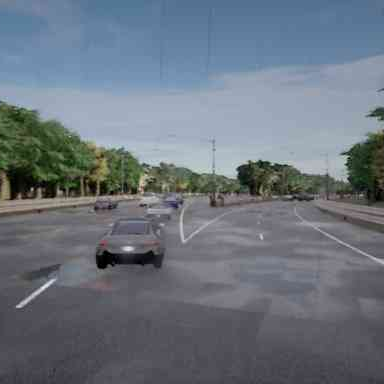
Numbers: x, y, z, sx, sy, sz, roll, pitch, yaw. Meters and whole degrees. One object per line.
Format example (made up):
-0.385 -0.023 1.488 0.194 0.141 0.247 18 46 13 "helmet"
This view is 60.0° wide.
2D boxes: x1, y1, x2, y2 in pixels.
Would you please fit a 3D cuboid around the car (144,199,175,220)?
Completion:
-2.632 1.565 27.928 1.895 1.301 4.718 0 0 -1 "car"

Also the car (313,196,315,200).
31.114 1.488 87.664 1.882 1.535 5.008 0 0 27 "car"

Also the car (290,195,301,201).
27.637 1.459 88.550 1.837 1.490 4.892 0 0 27 "car"

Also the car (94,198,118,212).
-9.662 1.404 37.677 2.128 1.511 4.902 0 0 0 "car"

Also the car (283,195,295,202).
23.079 1.605 79.657 1.812 1.442 4.674 0 0 27 "car"

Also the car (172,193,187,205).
-2.350 1.454 57.475 1.837 1.490 4.892 0 0 2 "car"

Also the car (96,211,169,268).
-1.892 1.548 11.254 1.994 1.385 4.181 0 0 -4 "car"

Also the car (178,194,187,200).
-2.646 1.424 95.515 1.812 1.442 4.674 0 0 8 "car"

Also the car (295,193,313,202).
26.393 1.322 78.446 2.150 2.045 5.566 0 0 27 "car"

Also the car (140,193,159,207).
-6.116 1.150 48.447 2.150 2.045 5.566 0 0 1 "car"

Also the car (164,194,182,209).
-2.722 1.438 43.553 1.882 1.535 5.008 0 0 1 "car"
